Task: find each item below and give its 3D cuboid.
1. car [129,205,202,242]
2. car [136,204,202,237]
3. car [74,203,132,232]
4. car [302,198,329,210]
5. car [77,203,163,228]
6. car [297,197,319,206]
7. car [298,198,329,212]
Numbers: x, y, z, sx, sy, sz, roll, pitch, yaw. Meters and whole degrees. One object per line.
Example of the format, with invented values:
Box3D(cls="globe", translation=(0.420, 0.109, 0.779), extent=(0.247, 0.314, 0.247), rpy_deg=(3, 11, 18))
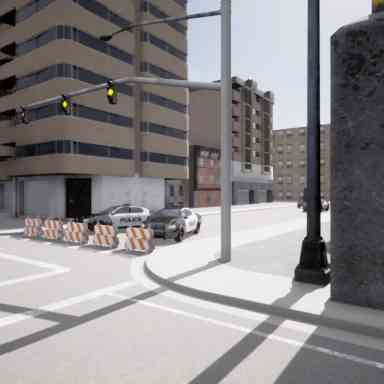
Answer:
Box3D(cls="car", translation=(-0.974, 1.453, 16.566), extent=(2.038, 1.542, 4.974), rpy_deg=(0, 0, 16))
Box3D(cls="car", translation=(-0.960, 1.295, 16.616), extent=(1.853, 1.218, 4.536), rpy_deg=(0, 0, 16))
Box3D(cls="car", translation=(-4.167, 1.452, 19.250), extent=(4.974, 1.542, 2.038), rpy_deg=(0, 0, -29))
Box3D(cls="car", translation=(14.324, 1.295, 38.389), extent=(1.853, 1.218, 4.536), rpy_deg=(0, 0, 36))
Box3D(cls="car", translation=(-4.122, 1.295, 19.276), extent=(4.536, 1.218, 1.853), rpy_deg=(0, 0, -29))
Box3D(cls="car", translation=(16.529, 1.295, 47.308), extent=(1.853, 1.218, 4.536), rpy_deg=(0, 0, 36))
Box3D(cls="car", translation=(14.294, 1.453, 38.347), extent=(2.038, 1.542, 4.974), rpy_deg=(0, 0, 36))
